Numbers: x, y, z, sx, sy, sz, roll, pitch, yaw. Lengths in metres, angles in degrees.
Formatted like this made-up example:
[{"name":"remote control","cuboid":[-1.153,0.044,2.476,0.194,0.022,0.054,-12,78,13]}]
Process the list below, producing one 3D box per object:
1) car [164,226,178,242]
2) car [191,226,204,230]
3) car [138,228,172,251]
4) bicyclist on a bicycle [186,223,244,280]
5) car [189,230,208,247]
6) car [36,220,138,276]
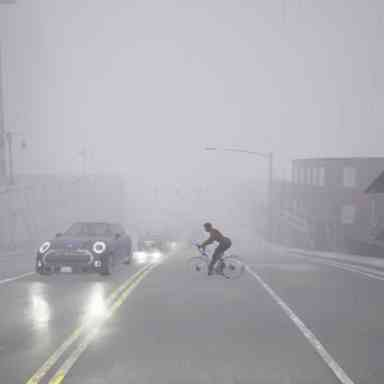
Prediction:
[{"name":"car","cuboid":[-2.880,5.077,40.668,2.097,1.767,4.553,0,-2,1]},{"name":"car","cuboid":[0.862,5.362,45.429,2.033,1.411,5.357,0,0,1]},{"name":"car","cuboid":[-3.142,3.946,26.883,2.128,1.511,4.902,0,-8,1]},{"name":"bicyclist on a bicycle","cuboid":[0.629,1.692,9.428,1.656,1.620,0.582,-2,-4,2]},{"name":"car","cuboid":[0.672,4.882,34.215,1.994,1.385,4.181,0,-5,1]},{"name":"car","cuboid":[-3.427,1.779,11.456,2.097,1.767,4.553,0,-6,1]}]
